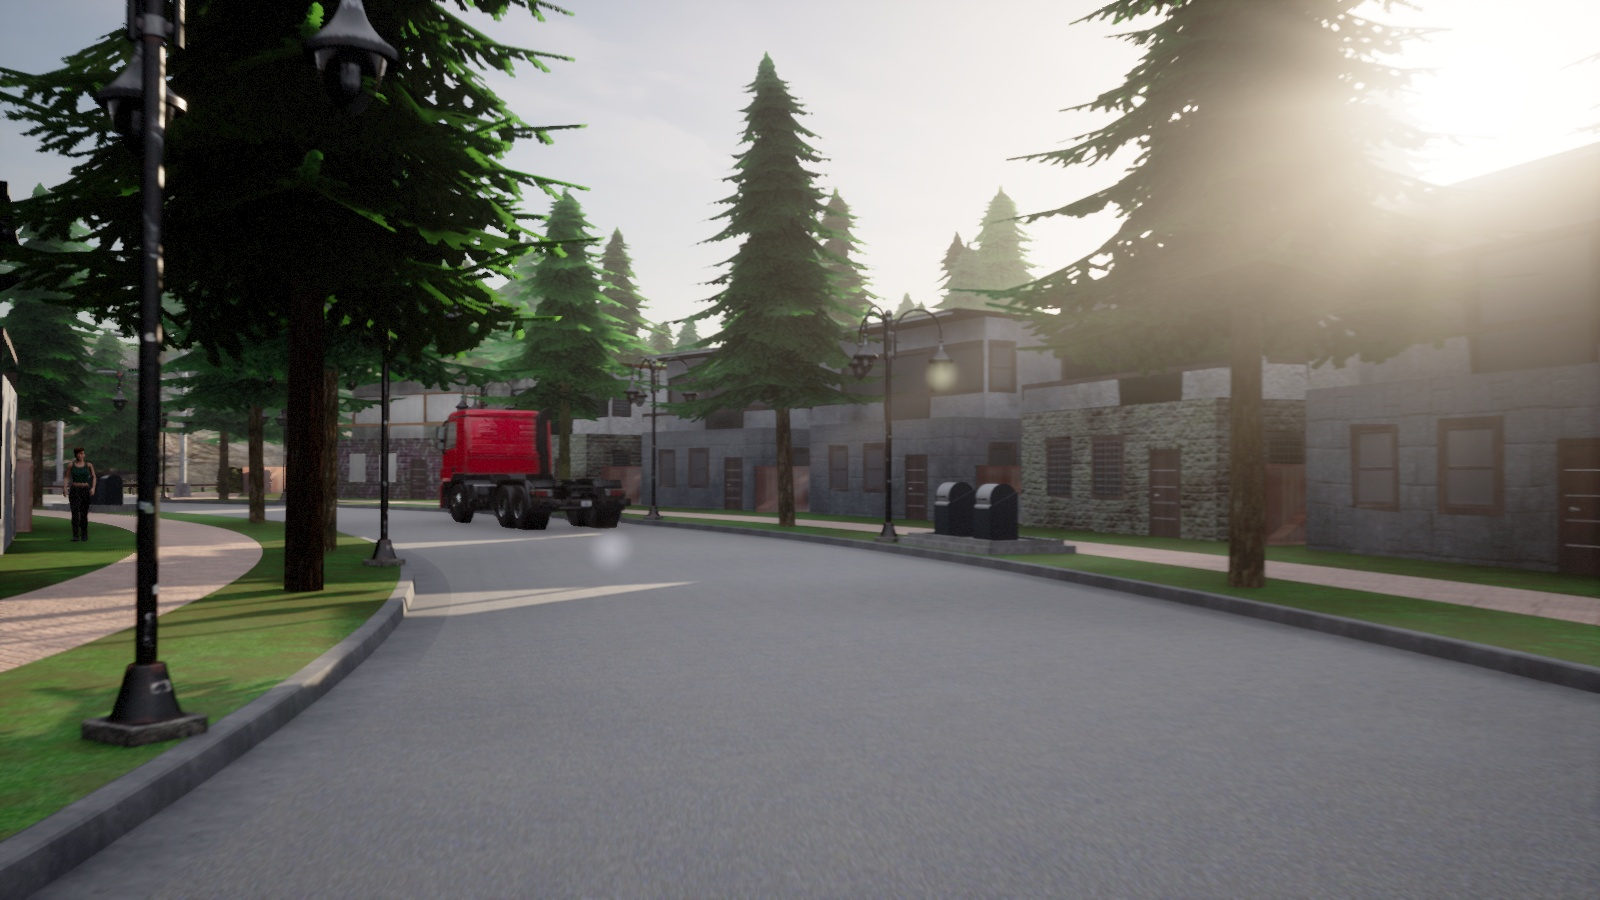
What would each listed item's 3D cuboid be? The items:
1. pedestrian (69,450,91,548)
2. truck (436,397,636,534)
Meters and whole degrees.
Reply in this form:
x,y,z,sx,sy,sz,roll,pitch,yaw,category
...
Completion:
x,y,z,sx,sy,sz,roll,pitch,yaw,category
-13.811,0.932,24.084,0.345,1.836,0.594,0,-1,-30,pedestrian
-7.761,0.473,35.940,2.891,3.462,7.936,0,-1,-33,truck
